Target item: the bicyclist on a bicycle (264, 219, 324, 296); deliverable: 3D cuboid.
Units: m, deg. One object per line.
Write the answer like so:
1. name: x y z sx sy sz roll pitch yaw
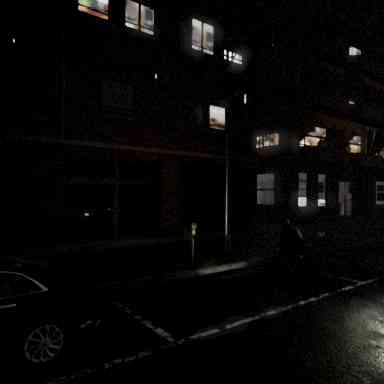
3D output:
1. bicyclist on a bicycle: 2.270 1.455 7.635 0.582 1.620 1.656 0 -1 -36

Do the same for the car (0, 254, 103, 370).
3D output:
1. car: -3.354 1.551 4.117 4.403 1.369 2.008 0 1 -36
